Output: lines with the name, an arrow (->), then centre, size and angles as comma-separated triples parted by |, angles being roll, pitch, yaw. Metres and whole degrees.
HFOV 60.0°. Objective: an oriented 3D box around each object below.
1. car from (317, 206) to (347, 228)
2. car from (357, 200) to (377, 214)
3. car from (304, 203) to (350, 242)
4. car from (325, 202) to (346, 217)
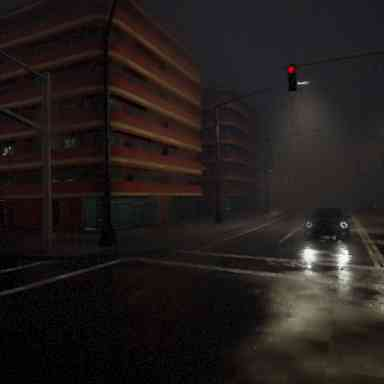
car -> 11.388, 1.931, 26.954 | 2.033, 1.411, 5.357 | -2, -1, 24
car -> 22.722, 1.852, 43.344 | 2.097, 1.767, 4.553 | -2, -1, 25
car -> 7.374, 1.627, 18.047 | 2.097, 1.767, 4.553 | -2, -1, 24
car -> 17.183, 2.029, 39.808 | 2.128, 1.511, 4.902 | -2, -1, 24
